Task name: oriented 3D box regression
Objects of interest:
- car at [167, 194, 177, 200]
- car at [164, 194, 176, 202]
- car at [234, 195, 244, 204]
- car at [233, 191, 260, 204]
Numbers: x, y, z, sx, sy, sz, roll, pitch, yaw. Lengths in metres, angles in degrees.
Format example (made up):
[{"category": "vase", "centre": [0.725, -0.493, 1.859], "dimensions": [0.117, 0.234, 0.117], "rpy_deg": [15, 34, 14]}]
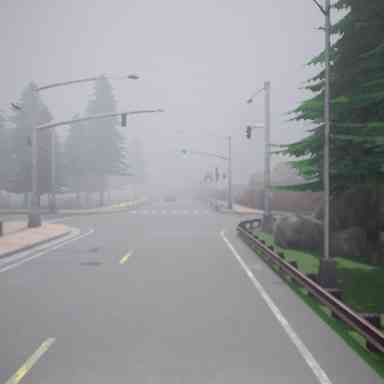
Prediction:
[{"category": "car", "centre": [-4.685, 1.126, 77.002], "dimensions": [1.895, 1.301, 4.718], "rpy_deg": [0, 0, -7]}, {"category": "car", "centre": [-4.074, 1.107, 61.620], "dimensions": [1.882, 1.535, 5.008], "rpy_deg": [0, 0, 0]}, {"category": "car", "centre": [8.885, 0.873, 49.097], "dimensions": [4.605, 1.855, 1.932], "rpy_deg": [0, 0, -1]}, {"category": "car", "centre": [8.473, 0.861, 51.608], "dimensions": [3.866, 1.878, 1.905], "rpy_deg": [0, 0, -1]}]
